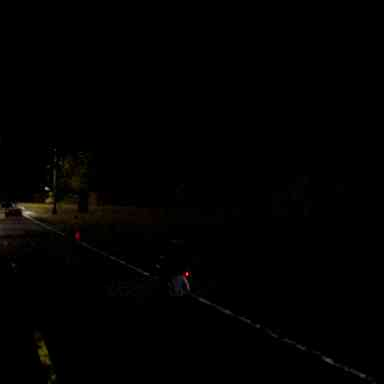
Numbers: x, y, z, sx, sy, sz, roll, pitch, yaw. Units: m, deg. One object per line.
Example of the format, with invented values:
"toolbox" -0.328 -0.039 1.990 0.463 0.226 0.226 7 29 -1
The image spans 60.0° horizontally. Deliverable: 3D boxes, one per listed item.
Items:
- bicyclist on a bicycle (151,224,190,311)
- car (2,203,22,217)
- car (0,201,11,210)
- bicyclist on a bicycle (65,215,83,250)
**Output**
"bicyclist on a bicycle" -0.533 1.603 7.440 0.659 1.776 1.843 2 -2 -31
"car" -23.728 2.604 44.186 1.994 1.385 4.181 2 -1 -31
"car" -34.176 2.428 61.340 1.837 1.490 4.892 2 0 -31
"bicyclist on a bicycle" -5.488 1.876 15.608 0.866 1.612 1.509 2 -2 -31
